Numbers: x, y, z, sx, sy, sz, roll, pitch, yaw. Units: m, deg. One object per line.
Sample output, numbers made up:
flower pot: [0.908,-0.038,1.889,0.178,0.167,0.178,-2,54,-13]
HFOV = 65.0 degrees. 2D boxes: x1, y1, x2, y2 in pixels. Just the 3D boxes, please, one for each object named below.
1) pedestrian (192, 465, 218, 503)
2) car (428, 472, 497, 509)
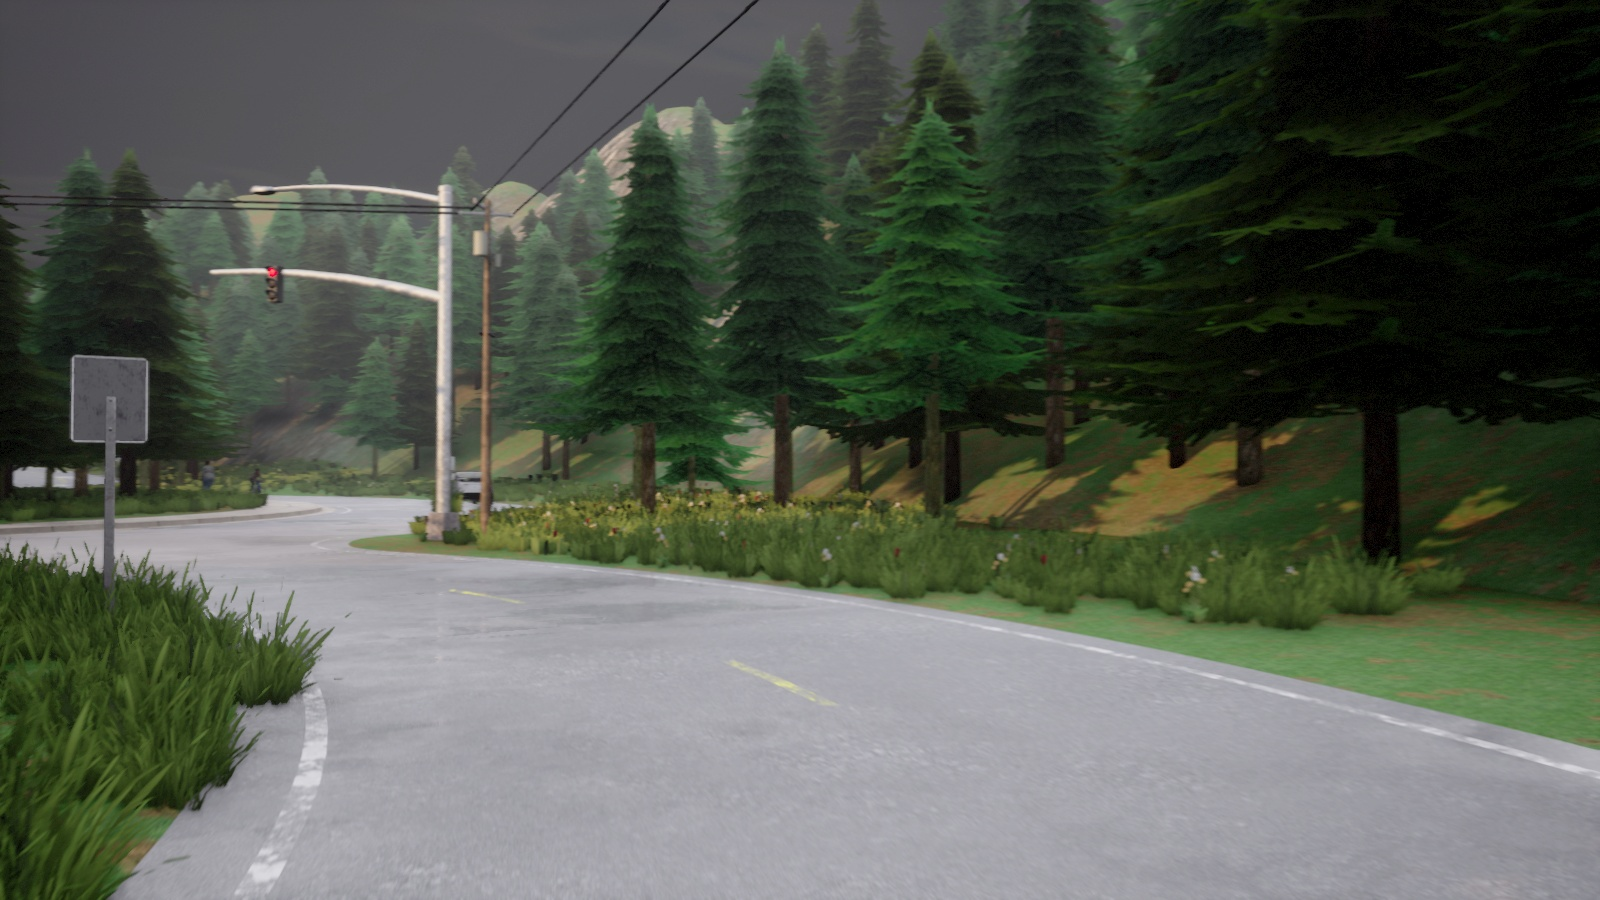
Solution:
pedestrian: [-29.435,1.662,62.134,0.900,1.855,0.874,-1,-1,45]
car: [-14.818,1.742,54.978,2.007,1.525,4.514,0,-1,-28]
